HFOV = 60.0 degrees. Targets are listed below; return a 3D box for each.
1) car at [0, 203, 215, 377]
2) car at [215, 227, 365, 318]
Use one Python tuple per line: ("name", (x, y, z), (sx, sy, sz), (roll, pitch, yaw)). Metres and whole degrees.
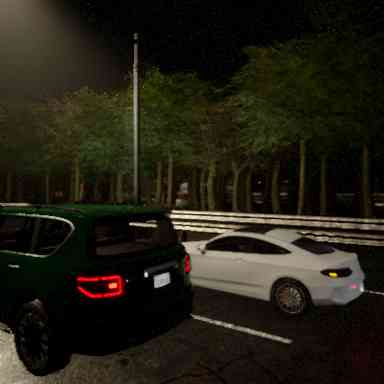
("car", (-2.582, 1.208, 5.755), (5.566, 2.045, 2.150), (0, 0, 35))
("car", (1.201, 1.514, 7.377), (4.674, 1.442, 1.812), (0, 0, 35))
